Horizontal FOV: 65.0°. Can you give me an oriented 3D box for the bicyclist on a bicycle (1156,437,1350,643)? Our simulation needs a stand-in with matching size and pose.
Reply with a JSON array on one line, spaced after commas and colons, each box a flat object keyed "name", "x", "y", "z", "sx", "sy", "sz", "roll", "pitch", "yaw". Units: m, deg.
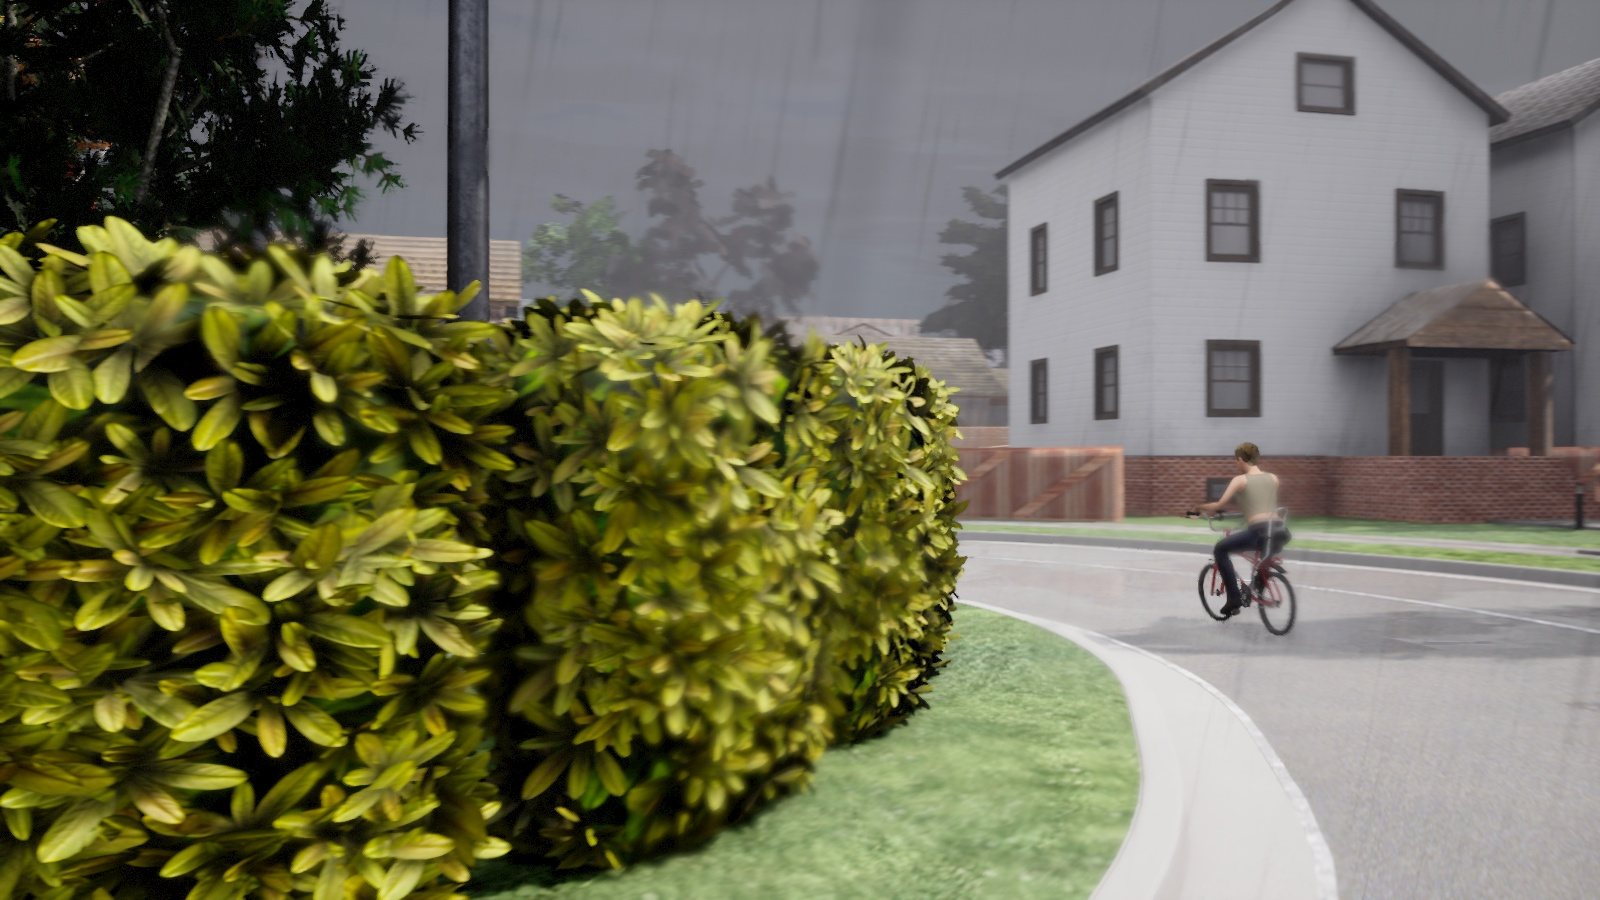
[{"name": "bicyclist on a bicycle", "x": 3.853, "y": 0.724, "z": 10.825, "sx": 0.866, "sy": 1.612, "sz": 1.509, "roll": -2, "pitch": 0, "yaw": -11}]
